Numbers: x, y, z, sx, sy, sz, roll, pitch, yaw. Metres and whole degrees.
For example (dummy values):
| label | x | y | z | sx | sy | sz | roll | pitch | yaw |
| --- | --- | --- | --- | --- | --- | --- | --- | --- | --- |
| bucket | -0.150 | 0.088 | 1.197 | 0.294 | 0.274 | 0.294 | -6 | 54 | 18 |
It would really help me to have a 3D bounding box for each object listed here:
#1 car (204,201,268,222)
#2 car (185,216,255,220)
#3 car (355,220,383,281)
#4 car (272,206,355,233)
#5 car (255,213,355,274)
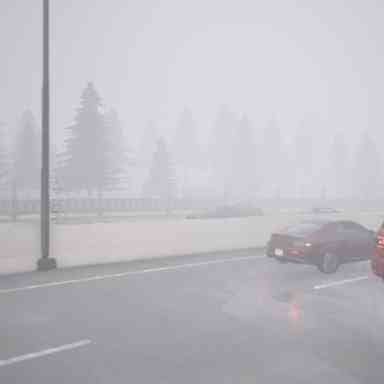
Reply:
| label | x | y | z | sx | sy | sz | roll | pitch | yaw |
| --- | --- | --- | --- | --- | --- | --- | --- | --- | --- |
| car | 3.409 | 1.461 | 25.851 | 4.674 | 1.442 | 1.812 | 0 | 0 | -25 |
| car | 1.661 | 1.505 | 21.029 | 4.181 | 1.385 | 1.994 | 0 | 0 | -28 |
| car | 6.541 | 1.230 | 7.624 | 5.566 | 2.045 | 2.150 | 0 | 0 | -29 |
| car | 7.321 | 1.575 | 20.011 | 4.718 | 1.301 | 1.895 | 0 | 0 | -25 |
| car | 4.423 | 1.515 | 10.393 | 4.674 | 1.442 | 1.812 | 0 | 0 | -30 |
